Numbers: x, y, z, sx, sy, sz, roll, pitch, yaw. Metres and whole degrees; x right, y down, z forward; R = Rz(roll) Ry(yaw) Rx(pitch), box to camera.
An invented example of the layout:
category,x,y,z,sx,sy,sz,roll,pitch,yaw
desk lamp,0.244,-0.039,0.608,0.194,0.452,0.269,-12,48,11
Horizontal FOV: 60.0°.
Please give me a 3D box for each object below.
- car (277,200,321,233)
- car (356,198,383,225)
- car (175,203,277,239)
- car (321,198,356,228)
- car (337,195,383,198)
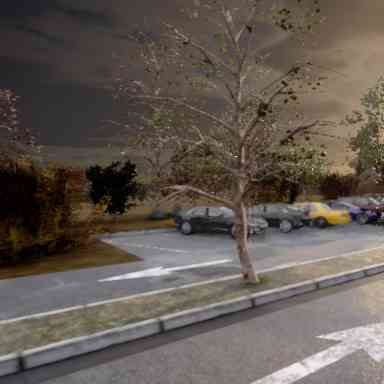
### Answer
category,x,y,z,sx,sy,sz,roll,pitch,yaw
car,4.183,1.355,18.544,4.892,1.521,2.231,-1,0,36
car,9.831,1.307,22.330,4.792,1.488,2.163,-1,0,36
car,1.362,1.392,16.657,4.892,1.521,2.231,-1,-1,36
car,6.840,1.315,20.550,5.366,1.575,1.946,-1,0,36
car,12.592,1.114,24.259,4.553,1.767,2.185,-1,0,36
